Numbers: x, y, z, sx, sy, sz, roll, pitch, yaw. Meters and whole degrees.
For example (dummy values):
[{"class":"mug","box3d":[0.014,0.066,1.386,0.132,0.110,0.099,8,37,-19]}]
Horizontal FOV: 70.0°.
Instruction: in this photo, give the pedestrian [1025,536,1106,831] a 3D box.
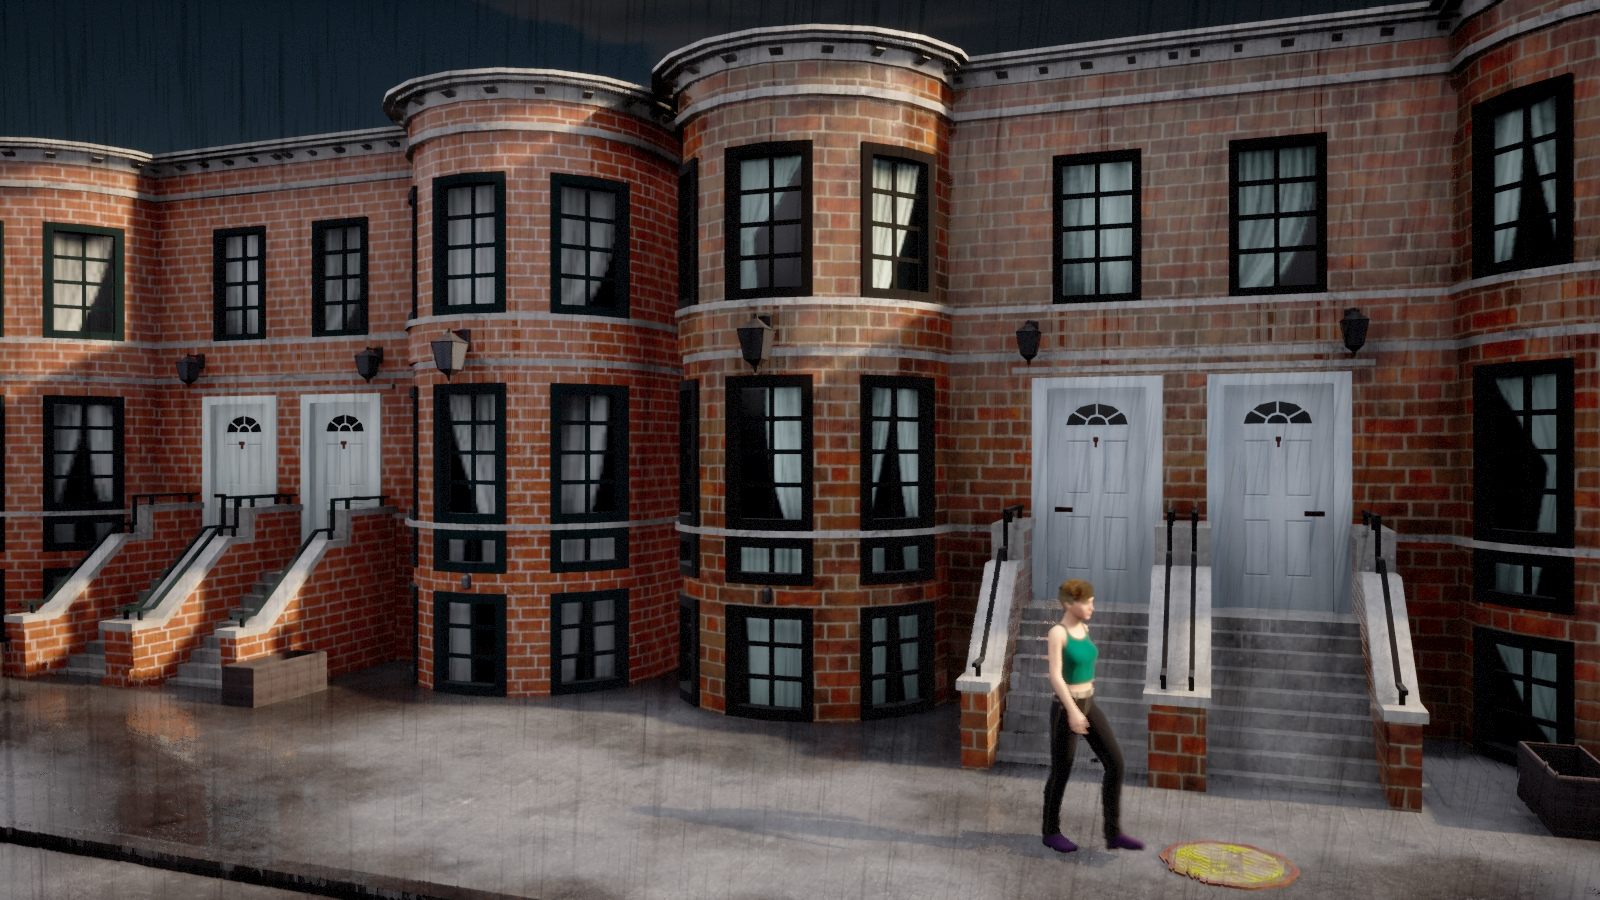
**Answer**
[{"class":"pedestrian","box3d":[1.774,1.524,7.627,0.375,1.860,0.375,0,0,-42]}]
